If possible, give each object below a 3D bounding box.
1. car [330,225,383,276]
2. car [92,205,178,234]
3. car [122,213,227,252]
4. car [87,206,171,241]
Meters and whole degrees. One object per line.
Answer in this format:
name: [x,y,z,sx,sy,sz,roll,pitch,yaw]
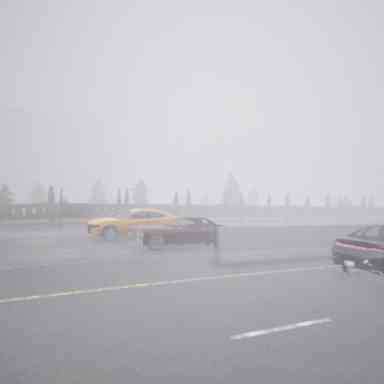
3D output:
car: [6.280,1.706,9.637,4.902,1.511,2.128,2,-1,-25]
car: [-3.549,1.651,20.738,4.902,1.511,2.128,2,-1,-25]
car: [-0.376,1.738,14.493,4.718,1.301,1.895,2,-1,-25]
car: [-2.796,1.605,17.232,5.008,1.535,1.882,1,-1,-25]
